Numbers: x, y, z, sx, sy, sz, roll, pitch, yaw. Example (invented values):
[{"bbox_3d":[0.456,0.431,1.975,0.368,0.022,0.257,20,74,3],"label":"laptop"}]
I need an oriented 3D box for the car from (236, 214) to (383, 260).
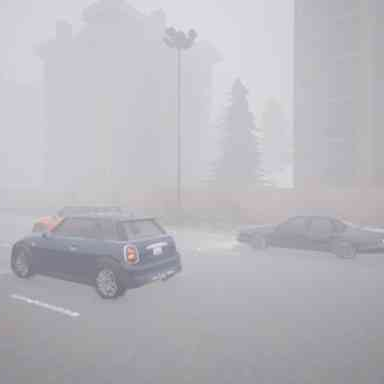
[{"bbox_3d":[4.387,1.530,12.390,5.357,1.411,2.033,0,0,32],"label":"car"}]

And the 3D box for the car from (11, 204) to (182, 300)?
[{"bbox_3d":[-2.554,1.313,8.486,4.553,1.767,2.097,0,0,32],"label":"car"}]
